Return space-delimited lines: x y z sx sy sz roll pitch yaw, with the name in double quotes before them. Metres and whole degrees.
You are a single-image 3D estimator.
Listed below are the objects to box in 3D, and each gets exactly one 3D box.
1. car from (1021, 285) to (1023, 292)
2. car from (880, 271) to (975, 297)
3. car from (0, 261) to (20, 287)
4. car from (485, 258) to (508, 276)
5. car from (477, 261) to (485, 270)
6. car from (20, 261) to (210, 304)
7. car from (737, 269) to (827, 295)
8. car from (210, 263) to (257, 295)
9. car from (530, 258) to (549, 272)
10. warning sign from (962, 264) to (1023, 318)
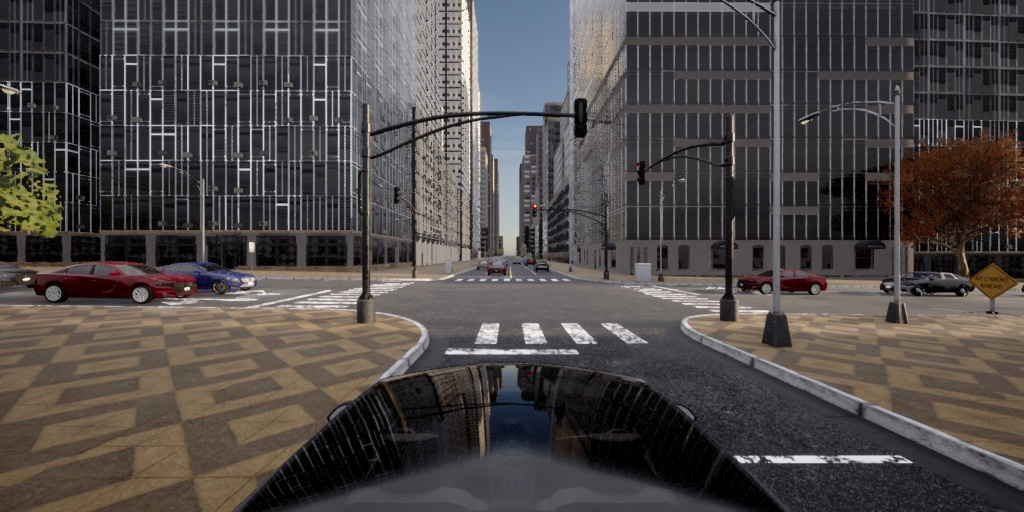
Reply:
"car" 36.267 1.932 23.263 4.892 1.490 1.837 1 0 -3
"car" 26.276 1.740 22.785 4.902 1.511 2.128 1 0 -3
"car" -24.912 0.882 16.833 4.181 1.385 1.994 1 0 -3
"car" -1.587 1.244 38.526 1.882 1.535 5.008 0 0 -1
"car" -4.149 1.342 52.125 1.802 1.307 4.207 0 0 0
"car" -15.295 0.973 14.044 5.008 1.535 1.882 1 0 -2
"car" 16.706 1.554 22.317 5.008 1.535 1.882 1 0 -3
"car" -14.986 1.026 17.316 4.674 1.442 1.812 1 0 -1
"car" 3.818 1.329 46.652 1.948 1.339 4.313 0 0 0
"warning sign" 17.251 1.204 12.883 1.060 1.860 1.300 0 0 -3
